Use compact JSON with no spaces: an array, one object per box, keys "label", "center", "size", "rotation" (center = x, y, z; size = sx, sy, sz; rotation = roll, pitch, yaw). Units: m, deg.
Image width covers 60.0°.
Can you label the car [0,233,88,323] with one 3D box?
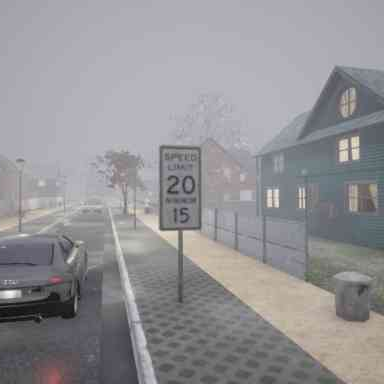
[{"label":"car","center":[-3.357,1.576,7.155],"size":[1.994,1.385,4.181],"rotation":[0,0,-15]}]

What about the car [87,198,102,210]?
[{"label":"car","center":[-13.476,1.615,46.221],"size":[1.837,1.490,4.892],"rotation":[0,0,-14]}]

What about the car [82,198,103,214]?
[{"label":"car","center":[-10.954,1.681,36.675],"size":[1.895,1.301,4.718],"rotation":[0,0,-14]}]
